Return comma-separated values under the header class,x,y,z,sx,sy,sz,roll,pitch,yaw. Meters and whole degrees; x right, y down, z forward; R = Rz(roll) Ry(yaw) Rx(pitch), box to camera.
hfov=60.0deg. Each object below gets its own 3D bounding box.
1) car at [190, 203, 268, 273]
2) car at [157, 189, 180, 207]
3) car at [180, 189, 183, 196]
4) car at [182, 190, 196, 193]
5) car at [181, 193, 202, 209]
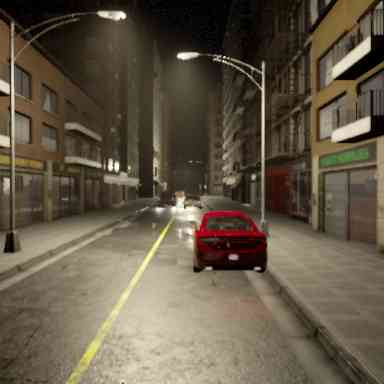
class,x,y,z,sx,sy,sz,roll,pitch,yaw
car,0.965,1.316,10.173,1.882,1.535,5.008,0,1,0
car,-2.834,0.763,38.136,2.097,1.767,4.553,0,1,0
car,-2.732,0.168,79.813,2.097,1.767,4.553,0,1,0
car,0.026,0.767,47.342,2.128,1.511,4.902,0,1,0
car,0.073,1.056,35.179,1.895,1.301,4.718,0,1,0
